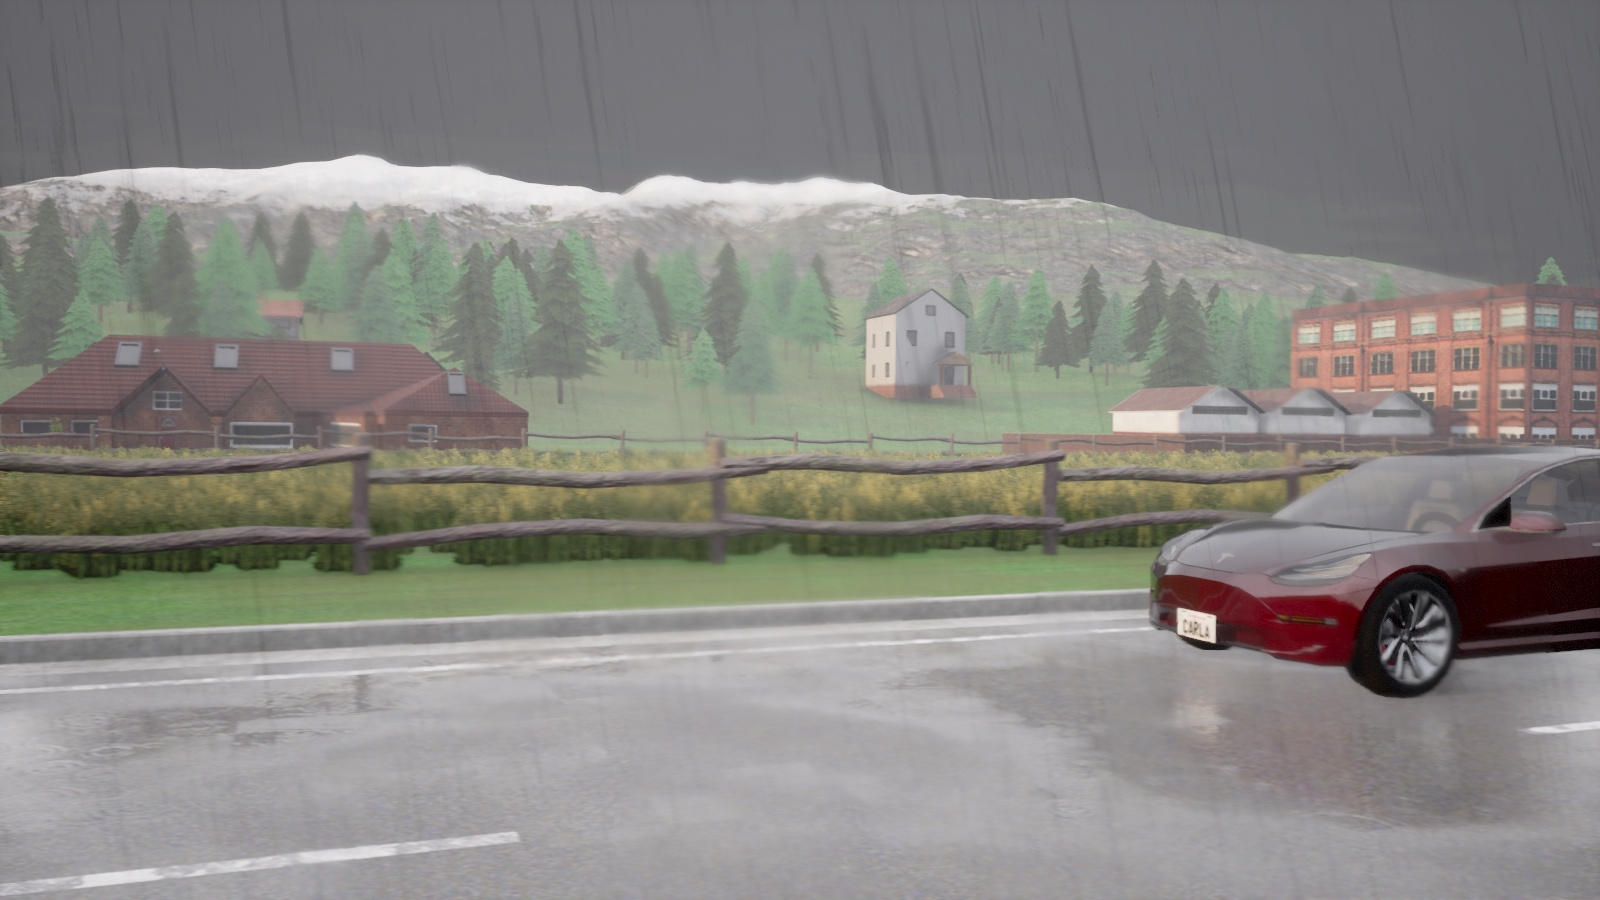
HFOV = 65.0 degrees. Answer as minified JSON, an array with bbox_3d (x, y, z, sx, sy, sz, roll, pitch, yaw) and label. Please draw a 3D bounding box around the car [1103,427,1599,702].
[{"bbox_3d":[4.789,0.603,8.801,4.792,1.488,2.163,-1,1,-21],"label":"car"}]
